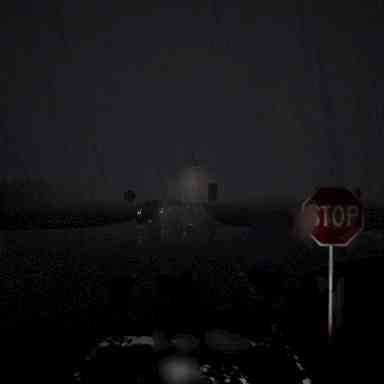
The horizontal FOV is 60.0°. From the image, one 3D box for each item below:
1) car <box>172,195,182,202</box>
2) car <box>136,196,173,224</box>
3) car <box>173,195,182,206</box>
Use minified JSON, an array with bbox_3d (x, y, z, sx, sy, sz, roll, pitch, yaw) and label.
[{"bbox_3d":[-2.867,1.269,65.529,1.812,1.442,4.674,0,0,0],"label":"car"},{"bbox_3d":[-2.794,1.331,24.499,2.097,1.767,4.553,0,0,0],"label":"car"},{"bbox_3d":[-2.846,1.428,54.129,2.128,1.511,4.902,0,0,0],"label":"car"}]
